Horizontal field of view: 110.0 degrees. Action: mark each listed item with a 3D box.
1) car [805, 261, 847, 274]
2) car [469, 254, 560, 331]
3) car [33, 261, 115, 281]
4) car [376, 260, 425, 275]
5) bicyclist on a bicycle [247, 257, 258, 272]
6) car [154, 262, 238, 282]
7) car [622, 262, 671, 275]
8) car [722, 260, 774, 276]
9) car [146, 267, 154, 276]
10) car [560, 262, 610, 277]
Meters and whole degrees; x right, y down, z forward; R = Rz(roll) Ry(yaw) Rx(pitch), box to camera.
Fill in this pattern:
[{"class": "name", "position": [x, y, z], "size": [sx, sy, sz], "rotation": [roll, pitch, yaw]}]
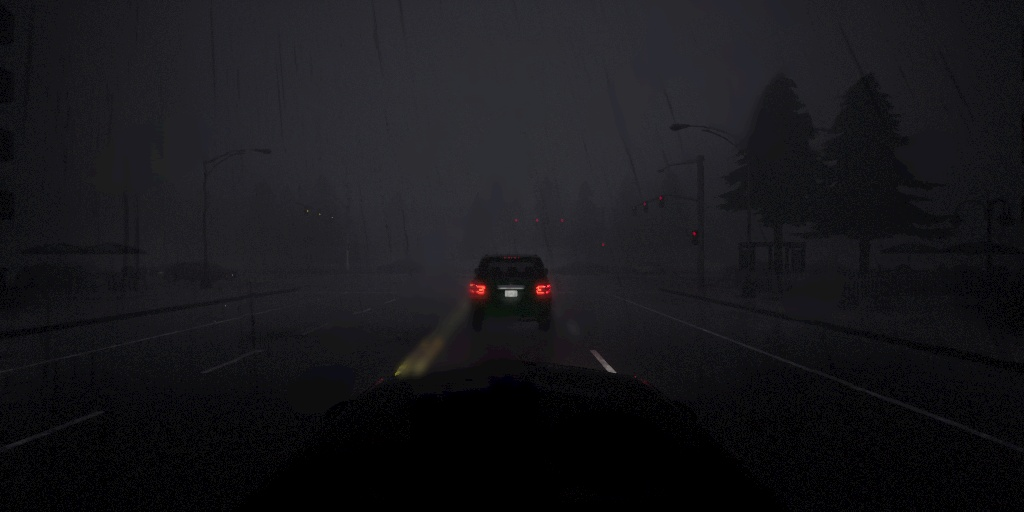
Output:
[{"class": "car", "position": [32.839, 1.220, 38.152], "size": [4.674, 1.442, 1.812], "rotation": [0, 0, 2]}, {"class": "car", "position": [-0.020, 0.971, 11.086], "size": [2.150, 2.045, 5.566], "rotation": [0, 0, 0]}, {"class": "car", "position": [-33.003, 1.172, 26.973], "size": [5.008, 1.535, 1.882], "rotation": [0, 0, -2]}, {"class": "car", "position": [-11.811, 1.173, 37.973], "size": [5.008, 1.535, 1.882], "rotation": [0, 0, 0]}, {"class": "bicyclist on a bicycle", "position": [-30.097, 0.995, 41.602], "size": [0.582, 1.620, 1.656], "rotation": [0, 0, 0]}, {"class": "car", "position": [-23.535, 1.199, 27.150], "size": [4.892, 1.490, 1.837], "rotation": [0, 0, -1]}, {"class": "car", "position": [14.223, 1.295, 38.194], "size": [4.718, 1.301, 1.895], "rotation": [0, 0, 0]}, {"class": "car", "position": [23.044, 1.183, 34.738], "size": [4.902, 1.511, 2.128], "rotation": [0, 0, 0]}, {"class": "car", "position": [-27.767, 1.242, 30.610], "size": [5.357, 1.411, 2.033], "rotation": [0, 0, -2]}, {"class": "car", "position": [6.634, 1.253, 34.628], "size": [5.357, 1.411, 2.033], "rotation": [0, 0, 0]}]
